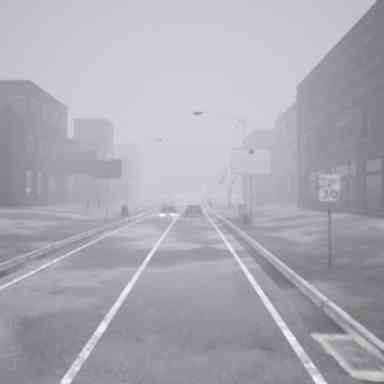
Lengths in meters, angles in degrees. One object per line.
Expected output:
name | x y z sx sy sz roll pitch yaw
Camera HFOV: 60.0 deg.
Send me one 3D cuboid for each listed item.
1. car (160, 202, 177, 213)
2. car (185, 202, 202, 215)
car | -2.994 1.967 42.576 1.895 1.301 4.718 0 -1 0
car | 0.182 1.803 37.516 1.812 1.442 4.674 0 -1 0
